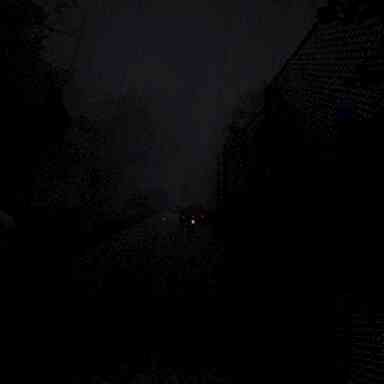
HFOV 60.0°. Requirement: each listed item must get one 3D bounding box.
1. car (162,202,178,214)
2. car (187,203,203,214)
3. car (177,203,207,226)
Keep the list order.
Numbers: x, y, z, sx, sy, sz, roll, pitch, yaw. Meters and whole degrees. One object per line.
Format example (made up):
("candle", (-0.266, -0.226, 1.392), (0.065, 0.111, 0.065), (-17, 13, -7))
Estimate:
("car", (-2.548, 1.949, 40.819), (2.033, 1.411, 5.357), (0, -1, 2))
("car", (0.464, 2.028, 41.901), (1.895, 1.301, 4.718), (0, -1, 3))
("car", (0.080, 1.759, 24.822), (1.895, 1.301, 4.718), (0, -1, 0))
